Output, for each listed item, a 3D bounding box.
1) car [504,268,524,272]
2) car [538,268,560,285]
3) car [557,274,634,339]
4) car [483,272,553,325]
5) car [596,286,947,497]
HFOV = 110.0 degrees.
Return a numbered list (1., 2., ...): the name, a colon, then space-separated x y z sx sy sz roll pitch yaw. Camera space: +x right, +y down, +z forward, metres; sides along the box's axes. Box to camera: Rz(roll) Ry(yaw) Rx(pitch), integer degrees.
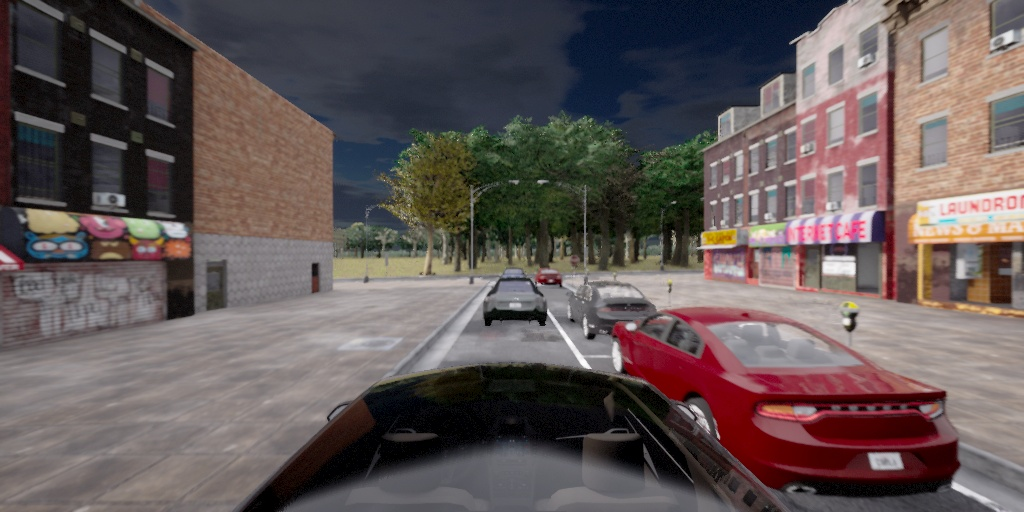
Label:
1. car: 0.137 1.544 26.142 2.033 1.411 5.357 0 -1 2
2. car: 2.631 1.545 26.369 1.888 1.381 4.507 0 0 0
3. car: 2.634 1.383 10.150 2.007 1.370 4.403 0 0 0
4. car: 0.097 1.418 12.352 1.994 1.385 4.181 0 -1 0
5. car: 2.636 1.325 4.744 1.888 1.381 4.507 0 0 0
